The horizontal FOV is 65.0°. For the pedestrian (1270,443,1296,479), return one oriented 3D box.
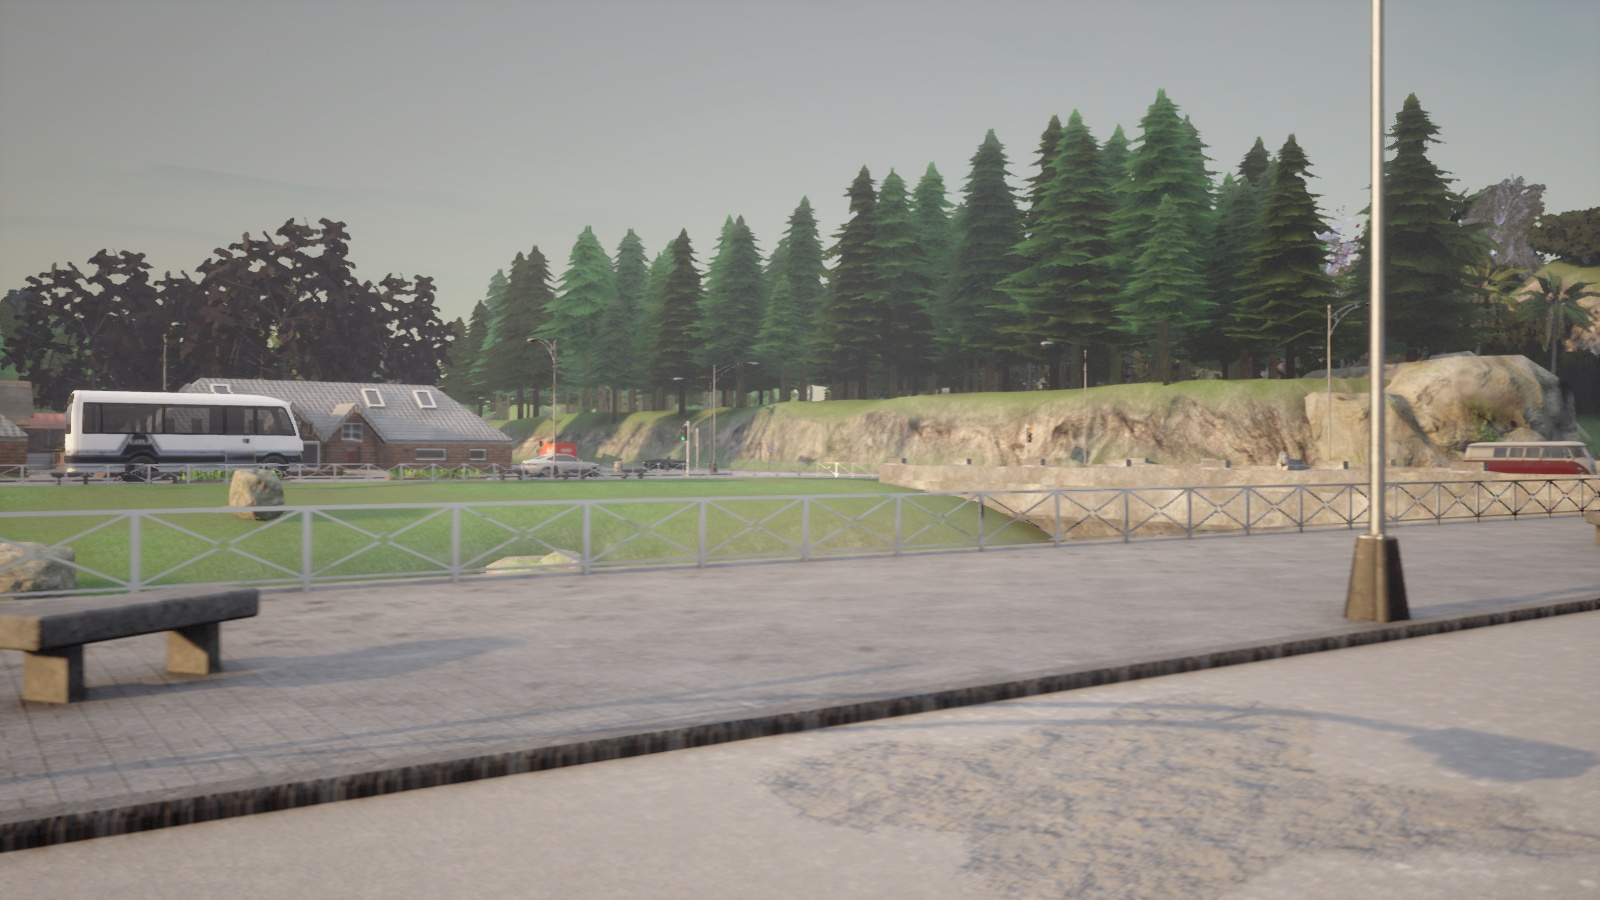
[{"bbox_3d":[24.617,0.560,64.016,0.874,1.855,0.900,0,0,-34],"label":"pedestrian"}]

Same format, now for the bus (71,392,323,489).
[{"bbox_3d":[-28.461,-0.425,59.584,10.273,4.253,3.944,0,0,-35],"label":"bus"}]

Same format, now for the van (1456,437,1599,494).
[{"bbox_3d":[27.077,0.555,46.690,1.775,1.987,4.442,0,0,-35],"label":"van"}]

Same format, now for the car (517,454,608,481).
[{"bbox_3d":[-13.256,0.971,70.157,4.674,1.442,1.812,0,0,-35],"label":"car"}]
